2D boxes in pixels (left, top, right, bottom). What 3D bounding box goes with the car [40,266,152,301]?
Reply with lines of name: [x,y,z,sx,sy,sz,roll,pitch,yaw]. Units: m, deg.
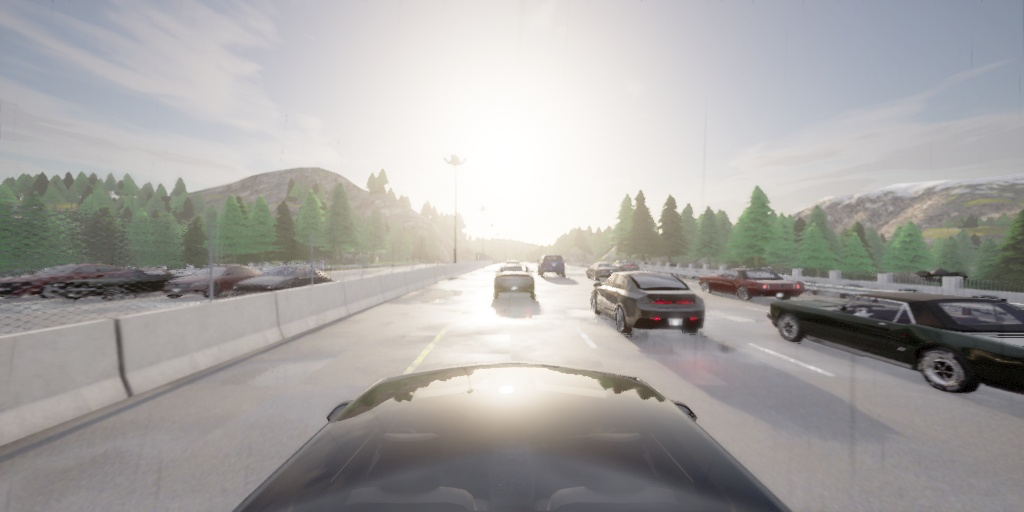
car: [-17.603,1.242,16.523,1.895,1.301,4.718,0,0,0]

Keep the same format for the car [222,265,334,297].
car: [-10.603,1.187,17.154,2.033,1.411,5.357,0,0,0]

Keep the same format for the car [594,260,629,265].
car: [7.098,1.186,27.996,2.033,1.411,5.357,0,0,0]

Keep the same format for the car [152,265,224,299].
car: [-14.089,1.165,17.355,1.812,1.442,4.674,0,0,0]

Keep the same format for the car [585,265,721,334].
car: [3.600,1.183,10.304,1.837,1.490,4.892,0,0,0]

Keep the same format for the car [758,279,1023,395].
car: [7.100,1.309,6.524,1.895,1.301,4.718,0,1,0]

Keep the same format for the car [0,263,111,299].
car: [-21.102,1.117,17.322,1.882,1.535,5.008,0,0,0]

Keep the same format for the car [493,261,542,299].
car: [0.098,1.130,17.399,2.128,1.511,4.902,0,0,0]

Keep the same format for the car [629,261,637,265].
car: [10.596,1.162,34.258,2.128,1.511,4.902,0,0,0]

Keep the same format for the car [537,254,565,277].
car: [3.597,0.887,33.491,2.150,2.045,5.566,0,0,0]

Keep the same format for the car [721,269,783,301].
car: [10.598,1.243,16.402,1.895,1.301,4.718,0,0,0]
